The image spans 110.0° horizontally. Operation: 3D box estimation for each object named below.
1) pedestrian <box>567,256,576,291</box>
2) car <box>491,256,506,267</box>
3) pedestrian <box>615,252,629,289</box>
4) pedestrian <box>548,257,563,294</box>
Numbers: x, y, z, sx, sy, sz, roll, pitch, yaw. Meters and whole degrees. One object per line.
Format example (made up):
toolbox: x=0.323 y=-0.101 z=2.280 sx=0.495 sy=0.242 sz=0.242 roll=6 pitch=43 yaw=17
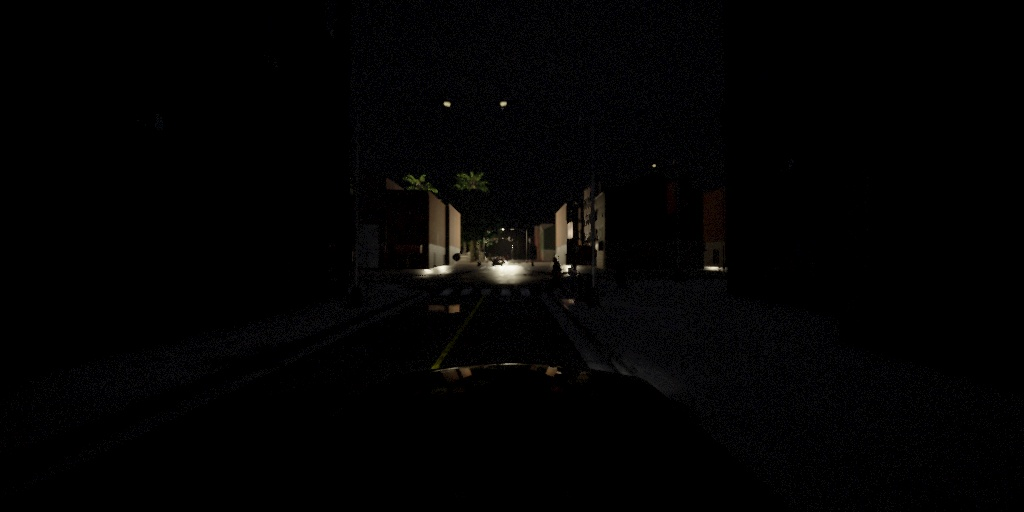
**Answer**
pedestrian: x=3.103 y=0.850 z=18.079 sx=0.375 sy=1.860 sz=0.375 roll=1 pitch=-1 yaw=0
car: x=-2.475 y=1.124 z=62.063 sx=2.033 sy=1.411 sz=5.357 roll=0 pitch=0 yaw=0
pedestrian: x=5.376 y=0.682 z=17.482 sx=0.375 sy=1.860 sz=0.375 roll=1 pitch=-1 yaw=0
pedestrian: x=2.039 y=0.859 z=16.879 sx=0.375 sy=1.860 sz=0.375 roll=1 pitch=-1 yaw=0
